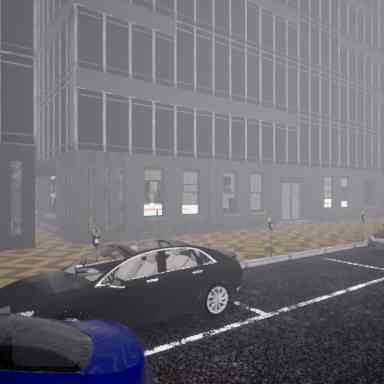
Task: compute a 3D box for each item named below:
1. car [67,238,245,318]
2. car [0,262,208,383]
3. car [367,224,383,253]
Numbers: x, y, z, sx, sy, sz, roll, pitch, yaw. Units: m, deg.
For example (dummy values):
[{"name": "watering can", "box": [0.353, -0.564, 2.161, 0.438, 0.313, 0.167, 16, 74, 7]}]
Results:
[{"name": "car", "box": [-1.031, 1.551, 5.819, 4.403, 1.369, 2.008, 0, 0, -35]}, {"name": "car", "box": [-2.340, 1.526, 1.593, 4.674, 1.442, 1.812, 0, 0, -35]}, {"name": "car", "box": [8.257, 1.582, 12.402, 4.206, 1.307, 1.802, 0, 0, -35]}]
